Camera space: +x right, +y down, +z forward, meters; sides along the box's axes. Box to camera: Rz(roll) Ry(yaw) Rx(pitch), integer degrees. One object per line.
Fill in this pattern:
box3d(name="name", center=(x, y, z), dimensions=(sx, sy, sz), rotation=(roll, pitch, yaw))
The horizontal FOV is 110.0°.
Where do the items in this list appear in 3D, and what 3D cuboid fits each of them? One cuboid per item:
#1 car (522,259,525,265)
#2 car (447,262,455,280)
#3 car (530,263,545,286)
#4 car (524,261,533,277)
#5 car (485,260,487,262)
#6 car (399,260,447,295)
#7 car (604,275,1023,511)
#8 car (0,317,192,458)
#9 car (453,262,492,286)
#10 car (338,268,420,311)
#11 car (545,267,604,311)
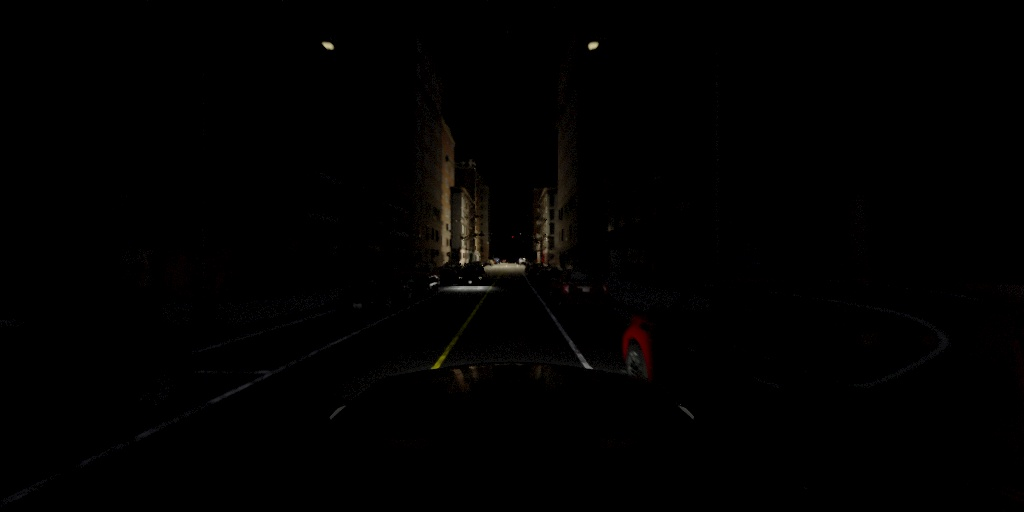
box3d(name="car", center=(2.626, 1.481, 48.952), dimensions=(1.751, 1.417, 4.829), rotation=(0, 0, 0))
box3d(name="car", center=(-5.395, 1.321, 31.734), dimensions=(1.967, 1.591, 4.097), rotation=(0, 0, 0))
box3d(name="car", center=(2.631, 1.408, 26.057), dimensions=(2.007, 1.370, 4.403), rotation=(0, 0, 0))
box3d(name="car", center=(2.628, 1.473, 37.420), dimensions=(1.948, 1.339, 4.313), rotation=(0, 0, 0))
box3d(name="car", center=(-5.401, 1.529, 54.461), dimensions=(2.007, 1.370, 4.403), rotation=(0, 0, 0))
box3d(name="car", center=(-5.392, 1.146, 20.370), dimensions=(2.192, 1.841, 5.009), rotation=(0, 0, 0))
box3d(name="car", center=(2.637, 1.072, 3.333), dimensions=(2.192, 1.841, 5.009), rotation=(0, 0, 0))
box3d(name="car", center=(-5.388, 1.322, 3.325), dimensions=(1.948, 1.339, 4.313), rotation=(0, 0, 0))
box3d(name="car", center=(-2.857, 1.409, 27.124), dimensions=(2.033, 1.411, 5.357), rotation=(0, 0, 0))
box3d(name="car", center=(-5.391, 1.372, 14.688), dimensions=(1.948, 1.339, 4.313), rotation=(0, 0, 0))
box3d(name="car", center=(2.634, 1.247, 14.695), dimensions=(1.967, 1.591, 4.097), rotation=(0, 0, 0))
